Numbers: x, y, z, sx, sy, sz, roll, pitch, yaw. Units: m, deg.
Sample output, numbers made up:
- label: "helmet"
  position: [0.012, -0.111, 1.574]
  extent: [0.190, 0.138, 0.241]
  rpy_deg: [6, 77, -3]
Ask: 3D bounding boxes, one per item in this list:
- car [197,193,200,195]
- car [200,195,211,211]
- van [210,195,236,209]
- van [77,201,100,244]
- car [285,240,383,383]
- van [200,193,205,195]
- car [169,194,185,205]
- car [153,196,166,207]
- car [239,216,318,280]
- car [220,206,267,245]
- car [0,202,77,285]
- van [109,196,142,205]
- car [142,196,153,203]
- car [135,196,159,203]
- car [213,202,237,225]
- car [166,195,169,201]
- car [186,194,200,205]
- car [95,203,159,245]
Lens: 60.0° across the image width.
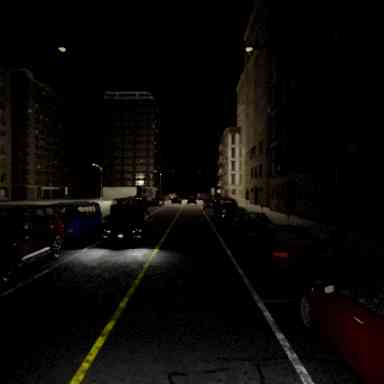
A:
- label: "car"
  position: [2.606, 1.532, 81.957]
  extent: [1.887, 1.381, 4.507]
  rpy_deg: [0, 0, 0]
- label: "car"
  position: [2.209, 1.456, 40.664]
  extent: [1.801, 1.575, 5.366]
  rpy_deg: [0, 0, 0]
- label: "van"
  position: [2.627, 1.341, 26.676]
  extent: [1.690, 1.788, 3.998]
  rpy_deg: [0, 0, 0]
- label: "van"
  position: [-5.394, 1.341, 15.314]
  extent: [1.690, 1.788, 3.998]
  rpy_deg: [0, 0, 0]
- label: "car"
  position: [2.636, 1.582, 3.956]
  extent: [1.802, 1.307, 4.206]
  rpy_deg: [0, 0, 0]
- label: "van"
  position: [2.616, 1.337, 55.076]
  extent: [1.690, 1.788, 3.998]
  rpy_deg: [0, 0, 0]
- label: "car"
  position: [-2.774, 1.563, 61.041]
  extent: [2.033, 1.411, 5.357]
  rpy_deg: [0, 0, 0]
- label: "car"
  position: [-5.407, 1.549, 49.394]
  extent: [2.008, 1.369, 4.403]
  rpy_deg: [0, 0, 0]
- label: "car"
  position: [2.633, 1.581, 9.636]
  extent: [1.802, 1.307, 4.206]
  rpy_deg: [0, 0, 0]
- label: "car"
  position: [2.631, 1.550, 15.316]
  extent: [2.008, 1.369, 4.403]
  rpy_deg: [0, 0, 0]
- label: "car"
  position: [-5.392, 1.315, 9.633]
  extent: [2.192, 1.841, 5.009]
  rpy_deg: [0, 0, 0]
- label: "van"
  position: [-5.398, 1.341, 26.673]
  extent: [1.690, 1.788, 3.998]
  rpy_deg: [0, 0, 0]
- label: "car"
  position: [-5.401, 1.315, 32.354]
  extent: [2.192, 1.841, 5.009]
  rpy_deg: [0, 0, 0]
- label: "car"
  position: [-9.474, 1.513, 70.056]
  extent: [4.718, 1.301, 1.895]
  rpy_deg: [0, 0, 8]
- label: "car"
  position: [2.629, 1.565, 20.996]
  extent: [1.947, 1.339, 4.313]
  rpy_deg: [0, 0, 0]
- label: "car"
  position: [-5.409, 1.436, 55.074]
  extent: [1.967, 1.590, 4.097]
  rpy_deg: [0, 0, 0]
- label: "car"
  position: [-0.023, 1.543, 58.748]
  extent: [2.033, 1.411, 5.357]
  rpy_deg: [0, 0, 0]
- label: "car"
  position: [-2.857, 1.504, 15.704]
  extent: [1.837, 1.490, 4.892]
  rpy_deg: [0, 0, 0]
